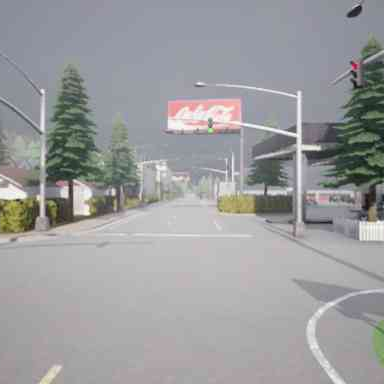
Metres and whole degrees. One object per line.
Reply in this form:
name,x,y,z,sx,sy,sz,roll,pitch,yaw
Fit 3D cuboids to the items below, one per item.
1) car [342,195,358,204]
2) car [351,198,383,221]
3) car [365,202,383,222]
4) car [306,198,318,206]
car,34.948,1.836,71.517,2.007,1.523,4.514,0,0,0
car,14.383,1.624,24.671,3.866,1.878,1.905,0,0,0
car,18.713,1.819,30.338,4.611,1.667,2.242,0,0,0
car,22.540,1.860,63.732,1.970,1.475,3.806,0,0,0
